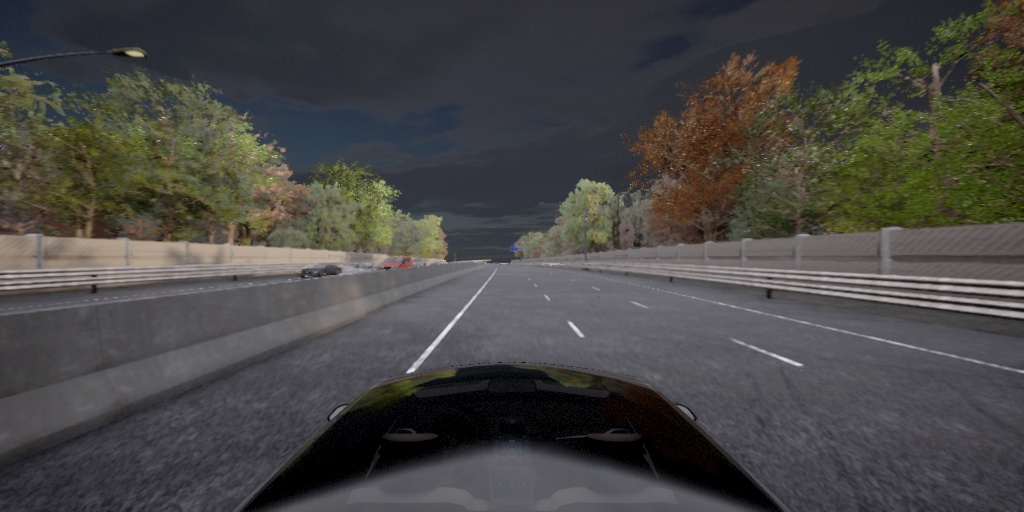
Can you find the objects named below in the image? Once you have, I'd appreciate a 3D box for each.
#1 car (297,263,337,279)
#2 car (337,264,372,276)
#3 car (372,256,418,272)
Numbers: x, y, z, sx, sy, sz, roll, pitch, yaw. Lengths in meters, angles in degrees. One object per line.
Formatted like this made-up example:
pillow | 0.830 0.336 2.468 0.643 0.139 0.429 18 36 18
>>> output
car | -17.858 1.379 33.778 2.033 1.411 5.357 0 0 -1
car | -14.364 1.431 34.143 1.895 1.301 4.718 0 0 -1
car | -10.861 1.045 33.848 2.150 2.045 5.566 0 0 -1
